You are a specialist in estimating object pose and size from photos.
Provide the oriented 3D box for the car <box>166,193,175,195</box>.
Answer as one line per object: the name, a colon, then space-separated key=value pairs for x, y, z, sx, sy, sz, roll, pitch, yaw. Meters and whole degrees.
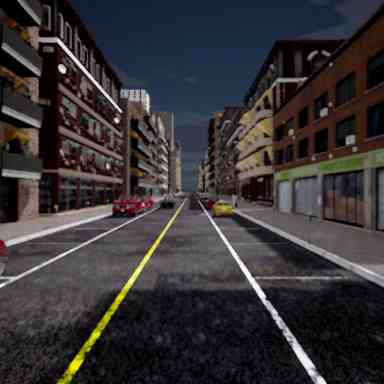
car: x=-5.712 y=1.181 z=80.537 sx=2.008 sy=1.369 sz=4.403 roll=0 pitch=0 yaw=0

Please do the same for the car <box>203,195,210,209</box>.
car: x=2.679 y=1.359 z=41.082 sx=1.887 sy=1.381 sz=4.507 roll=0 pitch=0 yaw=0

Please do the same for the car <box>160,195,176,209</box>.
car: x=-3.012 y=1.412 z=42.276 sx=1.895 sy=1.301 sz=4.718 roll=0 pitch=0 yaw=0

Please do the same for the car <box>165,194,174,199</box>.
car: x=-5.714 y=1.155 z=86.173 sx=2.008 sy=1.369 sz=4.403 roll=0 pitch=0 yaw=0

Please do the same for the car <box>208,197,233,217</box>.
car: x=2.683 y=1.390 z=29.980 sx=1.752 sy=1.417 sz=4.829 roll=0 pitch=0 yaw=0

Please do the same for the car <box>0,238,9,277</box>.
car: x=-5.692 y=1.550 z=7.267 sx=1.802 sy=1.307 sz=4.206 roll=0 pitch=0 yaw=0

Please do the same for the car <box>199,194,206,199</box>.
car: x=2.667 y=1.128 z=86.341 sx=1.752 sy=1.417 sz=4.829 roll=0 pitch=0 yaw=0

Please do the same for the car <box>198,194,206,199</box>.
car: x=2.665 y=1.143 z=91.808 sx=1.947 sy=1.339 sz=4.313 roll=0 pitch=0 yaw=0

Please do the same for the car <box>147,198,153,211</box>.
car: x=-5.699 y=1.280 z=35.447 sx=1.967 sy=1.590 sz=4.097 roll=0 pitch=0 yaw=0

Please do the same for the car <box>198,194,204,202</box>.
car: x=2.673 y=1.261 z=63.627 sx=2.008 sy=1.369 sz=4.403 roll=0 pitch=0 yaw=0

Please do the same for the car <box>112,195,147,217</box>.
car: x=-5.697 y=1.181 z=29.811 sx=2.192 sy=1.841 sz=5.009 roll=0 pitch=0 yaw=0
